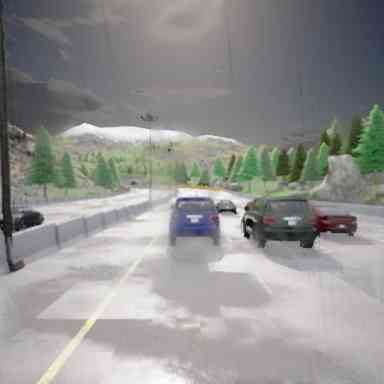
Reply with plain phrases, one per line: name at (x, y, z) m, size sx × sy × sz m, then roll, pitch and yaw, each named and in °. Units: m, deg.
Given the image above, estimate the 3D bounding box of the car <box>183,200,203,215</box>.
car at (0.119, 1.579, 34.477) m, size 1.895 × 1.301 × 4.718 m, roll 0°, pitch 0°, yaw 0°

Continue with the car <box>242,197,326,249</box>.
car at (3.608, 1.211, 14.622) m, size 2.150 × 2.045 × 5.566 m, roll 0°, pitch 0°, yaw 0°

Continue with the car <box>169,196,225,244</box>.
car at (0.109, 1.211, 15.764) m, size 2.150 × 2.045 × 5.566 m, roll 0°, pitch 0°, yaw 0°

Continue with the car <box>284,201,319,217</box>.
car at (10.618, 1.581, 32.652) m, size 1.895 × 1.301 × 4.718 m, roll 0°, pitch 0°, yaw 0°

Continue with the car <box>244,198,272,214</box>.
car at (7.120, 1.469, 36.400) m, size 2.128 × 1.511 × 4.902 m, roll 0°, pitch 0°, yaw 0°

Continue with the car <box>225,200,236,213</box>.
car at (3.620, 1.541, 35.990) m, size 1.994 × 1.385 × 4.181 m, roll 0°, pitch 0°, yaw 0°

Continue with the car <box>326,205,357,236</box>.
car at (7.109, 1.466, 18.226) m, size 1.882 × 1.535 × 5.008 m, roll 0°, pitch 0°, yaw 0°

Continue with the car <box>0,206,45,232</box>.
car at (-10.490, 1.559, 19.823) m, size 1.994 × 1.385 × 4.181 m, roll 0°, pitch 0°, yaw 0°
